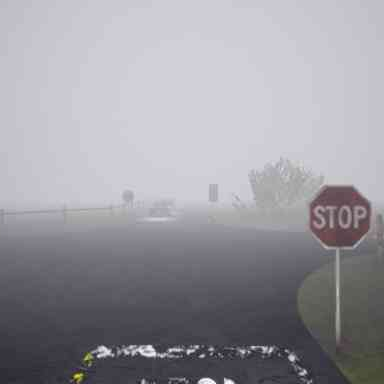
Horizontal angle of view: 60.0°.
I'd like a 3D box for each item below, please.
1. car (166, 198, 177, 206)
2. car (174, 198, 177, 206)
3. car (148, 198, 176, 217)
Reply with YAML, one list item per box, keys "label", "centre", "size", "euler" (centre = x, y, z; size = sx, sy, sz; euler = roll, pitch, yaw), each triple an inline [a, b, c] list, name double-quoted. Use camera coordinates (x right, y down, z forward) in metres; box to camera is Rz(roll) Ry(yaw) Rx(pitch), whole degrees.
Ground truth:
- label: "car"
  centre: [-3.461, 1.646, 56.861]
  size: [1.895, 1.301, 4.718]
  euler: [0, 0, -2]
- label: "car"
  centre: [-3.014, 1.517, 41.561]
  size: [2.128, 1.511, 4.902]
  euler: [0, 0, -1]
- label: "car"
  centre: [-2.919, 1.580, 31.464]
  size: [1.994, 1.385, 4.181]
  euler: [0, 0, 1]
